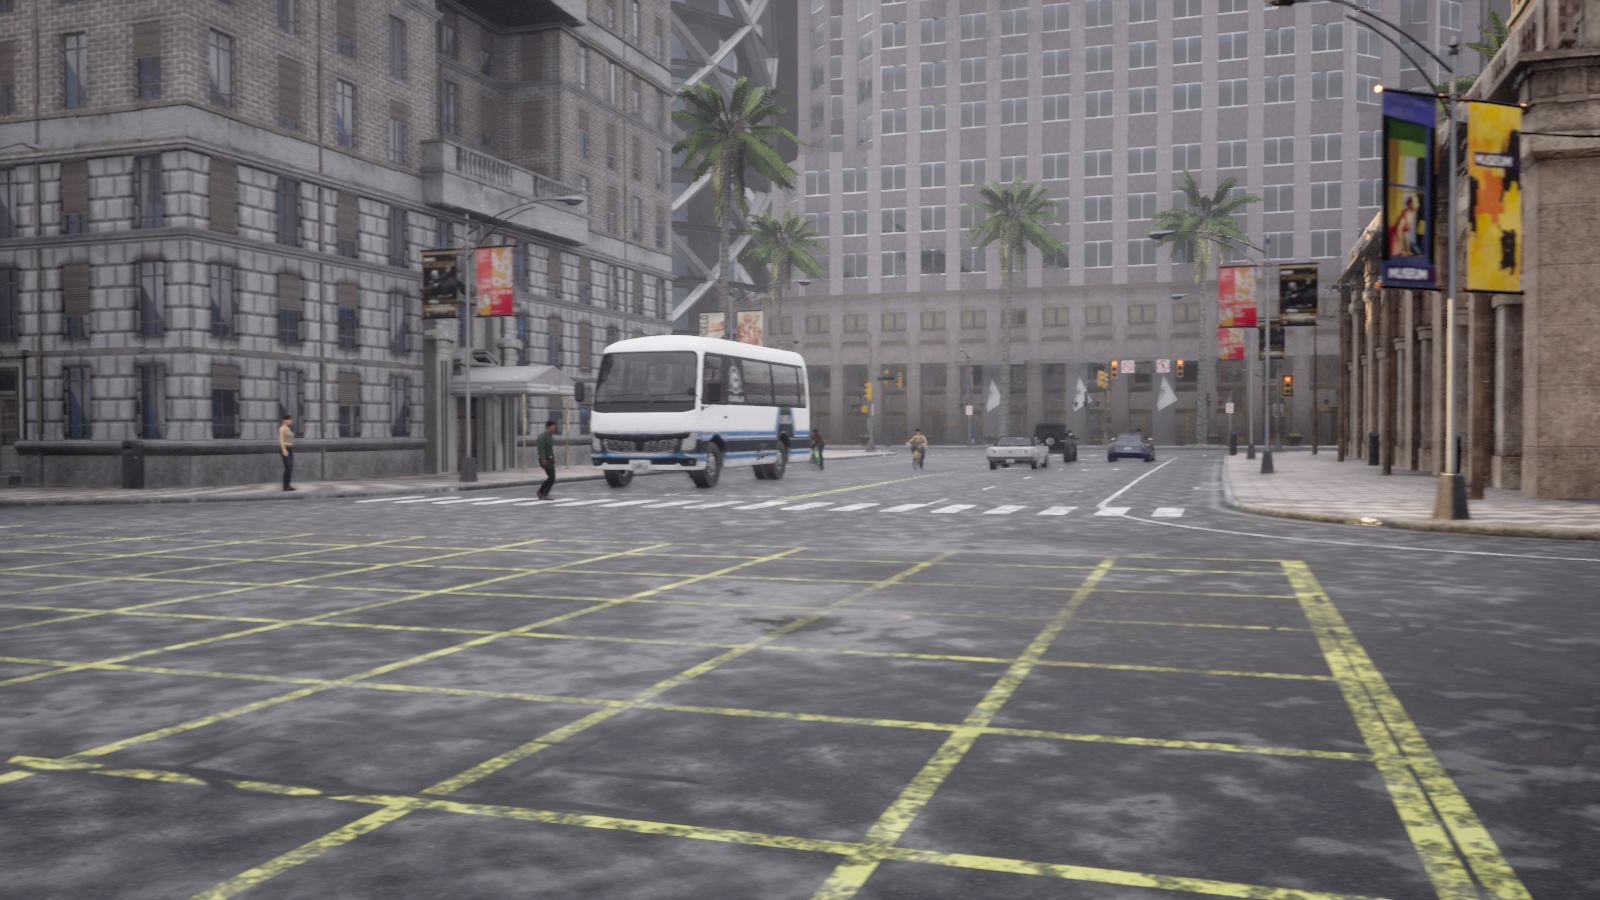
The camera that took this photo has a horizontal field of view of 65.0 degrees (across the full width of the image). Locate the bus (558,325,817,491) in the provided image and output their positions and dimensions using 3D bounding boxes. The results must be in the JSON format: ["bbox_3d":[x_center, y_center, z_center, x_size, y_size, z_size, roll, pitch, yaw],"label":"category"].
[{"bbox_3d":[-2.929,-1.162,37.504,3.944,4.253,10.273,1,1,18],"label":"bus"}]

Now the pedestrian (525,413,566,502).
[{"bbox_3d":[-5.642,0.159,27.856,0.788,1.949,0.423,1,1,21],"label":"pedestrian"}]

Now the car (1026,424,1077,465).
[{"bbox_3d":[12.014,-0.291,59.871,1.905,1.878,3.866,1,1,19],"label":"car"}]

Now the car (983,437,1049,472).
[{"bbox_3d":[8.663,0.158,50.078,1.895,1.301,4.718,1,1,19],"label":"car"}]

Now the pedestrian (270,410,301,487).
[{"bbox_3d":[-12.239,-0.041,29.874,0.594,1.836,0.345,0,1,5],"label":"pedestrian"}]

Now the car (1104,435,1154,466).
[{"bbox_3d":[15.739,-0.011,59.958,1.994,1.385,4.181,1,1,19],"label":"car"}]
